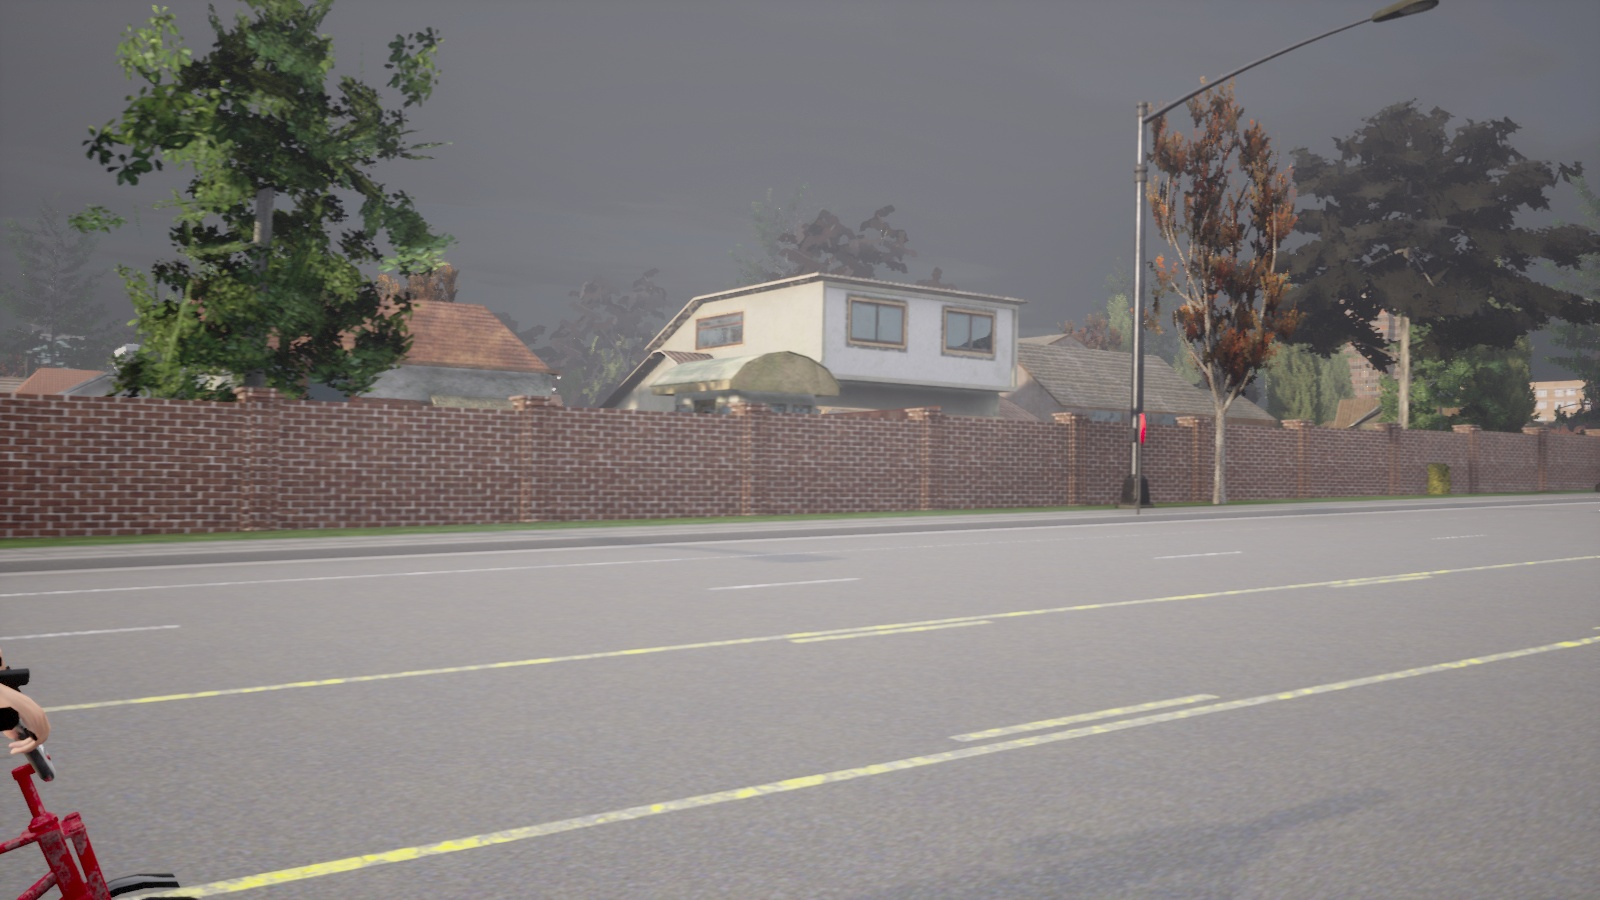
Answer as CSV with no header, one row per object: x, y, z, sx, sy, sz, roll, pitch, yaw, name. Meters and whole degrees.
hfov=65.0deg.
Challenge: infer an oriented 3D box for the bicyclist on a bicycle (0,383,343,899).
-1.776,0.691,2.419,1.509,1.612,0.866,0,0,-35,bicyclist on a bicycle
